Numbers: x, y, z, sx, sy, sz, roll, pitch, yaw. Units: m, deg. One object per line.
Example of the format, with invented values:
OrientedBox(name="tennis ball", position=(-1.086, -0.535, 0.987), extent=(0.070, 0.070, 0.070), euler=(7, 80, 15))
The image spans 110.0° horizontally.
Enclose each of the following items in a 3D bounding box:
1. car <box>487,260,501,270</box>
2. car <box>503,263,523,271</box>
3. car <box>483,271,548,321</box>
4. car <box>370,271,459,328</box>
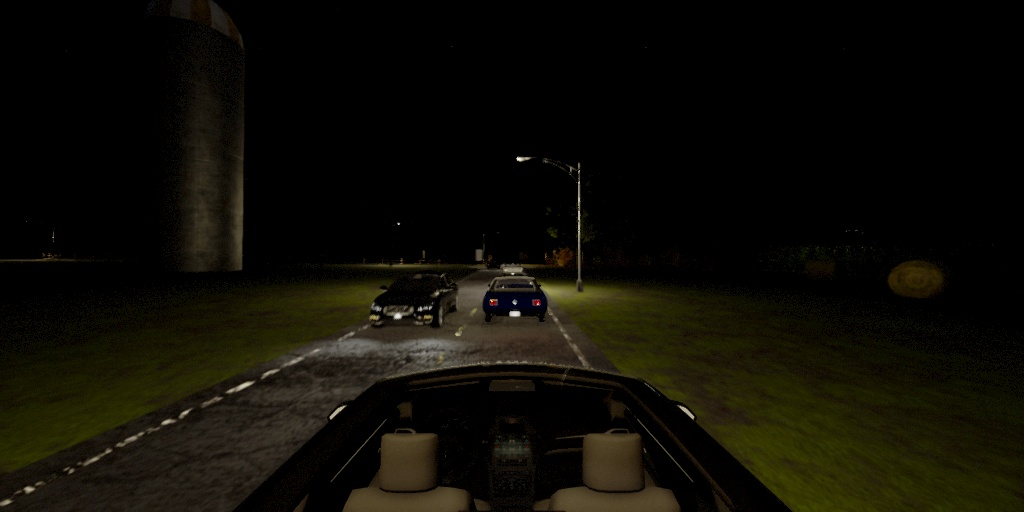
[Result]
OrientedBox(name="car", position=(-2.764, 1.323, 55.037), extent=(1.882, 1.535, 5.008), euler=(0, 0, 0))
OrientedBox(name="car", position=(0.083, 1.377, 35.464), extent=(1.895, 1.301, 4.718), euler=(0, 0, 0))
OrientedBox(name="car", position=(0.090, 1.358, 12.423), extent=(1.895, 1.301, 4.718), euler=(0, 0, 0))
OrientedBox(name="car", position=(-2.853, 1.261, 11.391), extent=(1.837, 1.490, 4.892), euler=(0, 0, 0))
